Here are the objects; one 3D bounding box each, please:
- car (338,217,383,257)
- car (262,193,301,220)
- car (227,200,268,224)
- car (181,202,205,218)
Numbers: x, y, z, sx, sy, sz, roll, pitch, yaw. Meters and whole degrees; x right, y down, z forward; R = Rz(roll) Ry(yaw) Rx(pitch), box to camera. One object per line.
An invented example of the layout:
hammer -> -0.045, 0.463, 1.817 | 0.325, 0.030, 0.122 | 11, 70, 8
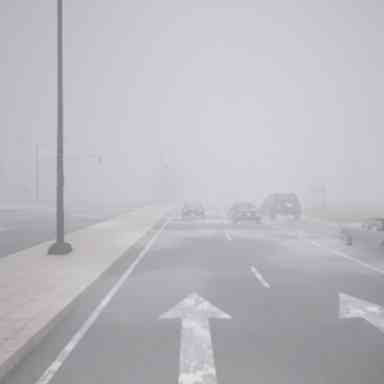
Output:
car -> 7.097, 1.544, 11.926 | 1.895, 1.301, 4.718 | 0, 0, 0
car -> 7.095, 1.093, 26.991 | 2.150, 2.045, 5.566 | 0, 0, 0
car -> 3.594, 1.435, 23.473 | 2.033, 1.411, 5.357 | 0, 0, 0
car -> 0.094, 1.467, 27.940 | 1.895, 1.301, 4.718 | 0, 0, 0
